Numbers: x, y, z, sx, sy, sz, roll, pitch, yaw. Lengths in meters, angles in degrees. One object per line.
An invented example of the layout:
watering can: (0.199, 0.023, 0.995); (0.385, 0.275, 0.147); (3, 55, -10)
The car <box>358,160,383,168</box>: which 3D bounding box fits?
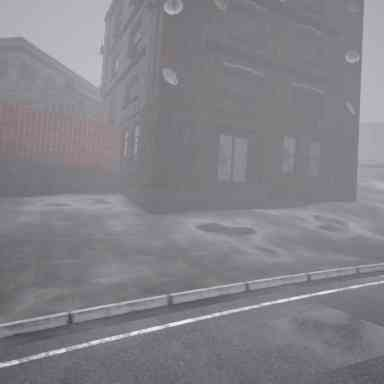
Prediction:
car: (22.557, -3.264, 42.062); (4.553, 1.767, 2.185); (2, -3, 16)
